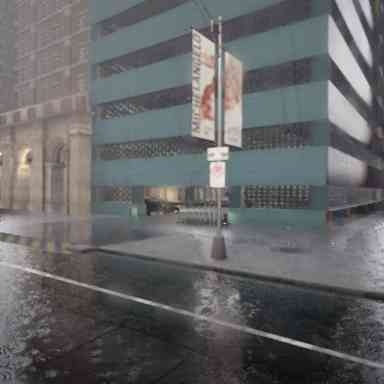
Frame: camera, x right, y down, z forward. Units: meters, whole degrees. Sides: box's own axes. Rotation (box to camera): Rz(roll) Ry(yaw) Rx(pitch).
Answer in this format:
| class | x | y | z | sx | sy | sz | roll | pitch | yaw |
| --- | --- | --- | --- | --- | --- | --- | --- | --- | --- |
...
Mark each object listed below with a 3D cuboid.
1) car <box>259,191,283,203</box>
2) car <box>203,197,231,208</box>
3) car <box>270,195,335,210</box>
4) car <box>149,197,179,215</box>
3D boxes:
| class | x | y | z | sx | sy | sz | roll | pitch | yaw |
| --- | --- | --- | --- | --- | --- | --- | --- | --- | --- |
| car | 13.746 | 0.851 | 54.763 | 5.566 | 2.045 | 2.435 | 1 | 0 | 35 |
| car | 3.697 | 1.294 | 39.210 | 4.718 | 1.301 | 1.895 | 1 | 0 | 35 |
| car | 8.961 | 1.251 | 26.283 | 4.674 | 1.452 | 2.002 | 1 | 0 | 35 |
| car | -3.366 | 1.242 | 29.998 | 4.786 | 1.482 | 2.161 | 1 | 0 | 35 |
